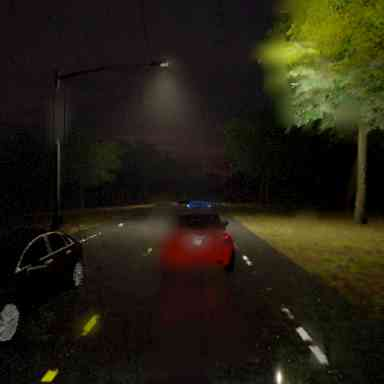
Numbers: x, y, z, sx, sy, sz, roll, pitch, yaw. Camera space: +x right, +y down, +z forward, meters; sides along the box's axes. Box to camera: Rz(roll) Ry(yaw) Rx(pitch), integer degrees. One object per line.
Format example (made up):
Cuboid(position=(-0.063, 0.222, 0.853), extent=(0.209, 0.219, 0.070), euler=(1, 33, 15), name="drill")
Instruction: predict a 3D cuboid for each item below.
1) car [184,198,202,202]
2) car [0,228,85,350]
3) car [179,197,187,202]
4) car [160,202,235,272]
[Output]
Cuboid(position=(0.569, 1.528, 28.201), extent=(1.882, 1.535, 5.008), euler=(0, 0, 2), name="car")
Cuboid(position=(-3.547, 1.515, 6.321), extent=(1.837, 1.490, 4.892), euler=(0, -1, 1), name="car")
Cuboid(position=(-1.365, 1.712, 61.692), extent=(2.033, 1.411, 5.357), euler=(0, 0, 4), name="car")
Cuboid(position=(0.176, 1.372, 11.078), extent=(2.097, 1.767, 4.553), euler=(0, 0, 1), name="car")
